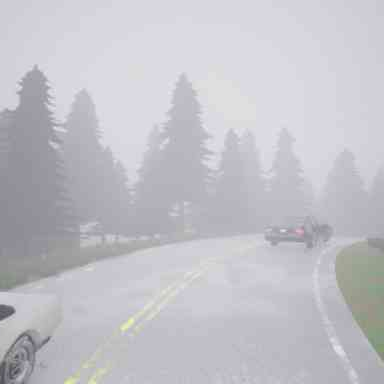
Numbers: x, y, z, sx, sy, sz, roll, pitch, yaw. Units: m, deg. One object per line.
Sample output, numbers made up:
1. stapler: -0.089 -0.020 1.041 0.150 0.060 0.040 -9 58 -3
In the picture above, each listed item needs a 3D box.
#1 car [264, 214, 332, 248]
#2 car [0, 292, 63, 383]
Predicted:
1. car: 5.114 1.739 15.601 2.033 1.411 5.357 -2 -4 34
2. car: -2.979 1.587 2.498 1.895 1.301 4.718 0 -1 7
